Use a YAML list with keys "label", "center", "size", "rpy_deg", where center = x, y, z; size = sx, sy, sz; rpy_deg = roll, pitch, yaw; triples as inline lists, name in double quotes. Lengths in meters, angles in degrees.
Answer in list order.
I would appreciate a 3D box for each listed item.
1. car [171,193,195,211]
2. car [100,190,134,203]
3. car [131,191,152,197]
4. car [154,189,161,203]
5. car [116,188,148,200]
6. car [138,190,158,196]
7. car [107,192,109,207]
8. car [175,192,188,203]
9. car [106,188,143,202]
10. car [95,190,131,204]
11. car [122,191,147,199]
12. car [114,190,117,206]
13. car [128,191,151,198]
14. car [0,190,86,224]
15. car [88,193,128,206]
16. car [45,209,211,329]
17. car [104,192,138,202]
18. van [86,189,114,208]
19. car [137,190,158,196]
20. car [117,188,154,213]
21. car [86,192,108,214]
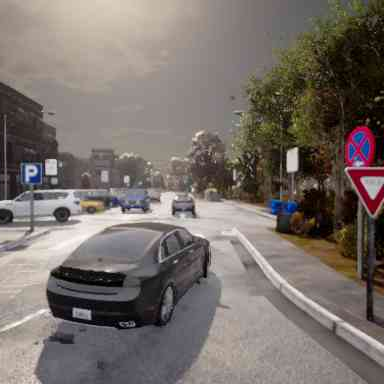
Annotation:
- label: "car"
  center: [-0.734, 1.064, 28.137]
  size: [2.128, 1.511, 4.902]
  rpy_deg: [0, 1, -2]
- label: "car"
  center: [-10.920, 0.640, 48.453]
  size: [4.553, 1.767, 2.185]
  rpy_deg: [-1, 1, -22]
- label: "car"
  center: [-11.954, 0.444, 78.453]
  size: [4.674, 1.452, 2.002]
  rpy_deg: [-1, 0, -22]
- label: "car"
  center: [-5.611, 0.796, 49.021]
  size: [1.882, 1.535, 5.008]
  rpy_deg: [0, 1, -2]
- label: "car"
  center: [-11.435, 0.323, 63.472]
  size: [5.566, 2.045, 2.435]
  rpy_deg: [-1, 0, -22]
- label: "car"
  center: [-12.331, 0.240, 93.515]
  size: [5.366, 1.575, 1.946]
  rpy_deg: [-1, 0, -22]
- label: "car"
  center: [-10.337, 1.059, 30.442]
  size: [4.674, 1.452, 2.002]
  rpy_deg: [-1, 1, -22]
- label: "car"
  center: [-1.518, 0.801, 49.252]
  size: [1.812, 1.442, 4.674]
  rpy_deg: [0, 1, -2]
- label: "car"
  center: [-11.127, 0.435, 54.461]
  size: [5.566, 2.045, 2.435]
  rpy_deg: [-1, 1, -22]
- label: "car"
  center: [-10.820, 0.681, 45.454]
  size: [4.553, 1.767, 2.185]
  rpy_deg: [-1, 1, -22]
- label: "car"
  center: [-11.541, 0.578, 66.452]
  size: [4.674, 1.452, 2.002]
  rpy_deg: [-1, 1, -22]
- label: "car"
  center: [-10.537, 0.933, 36.440]
  size: [5.008, 1.535, 2.097]
  rpy_deg: [-1, 1, -22]
- label: "car"
  center: [-11.821, 0.465, 75.465]
  size: [4.792, 1.488, 2.163]
  rpy_deg: [-1, 0, -22]
- label: "car"
  center: [-10.021, 0.897, 21.410]
  size: [5.566, 2.045, 2.435]
  rpy_deg: [-1, 1, -22]
- label: "car"
  center: [-10.751, 0.889, 42.448]
  size: [4.674, 1.452, 2.002]
  rpy_deg: [-1, 1, -22]
- label: "car"
  center: [-0.886, 1.397, 6.980]
  size: [1.837, 1.490, 4.892]
  rpy_deg: [3, 2, 15]
- label: "car"
  center: [-11.025, 0.755, 51.467]
  size: [4.792, 1.488, 2.163]
  rpy_deg: [-1, 1, -22]
- label: "van"
  center: [-10.549, 0.753, 33.390]
  size: [4.442, 1.987, 1.878]
  rpy_deg: [-1, 1, -22]
- label: "car"
  center: [-12.216, 0.272, 90.516]
  size: [5.366, 1.575, 1.946]
  rpy_deg: [-1, 0, -22]
- label: "car"
  center: [-5.041, 0.760, 30.274]
  size: [2.150, 2.045, 5.566]
  rpy_deg: [0, 1, -2]
- label: "car"
  center: [-10.050, 1.055, 27.509]
  size: [5.366, 1.575, 1.946]
  rpy_deg: [-1, 1, -22]
